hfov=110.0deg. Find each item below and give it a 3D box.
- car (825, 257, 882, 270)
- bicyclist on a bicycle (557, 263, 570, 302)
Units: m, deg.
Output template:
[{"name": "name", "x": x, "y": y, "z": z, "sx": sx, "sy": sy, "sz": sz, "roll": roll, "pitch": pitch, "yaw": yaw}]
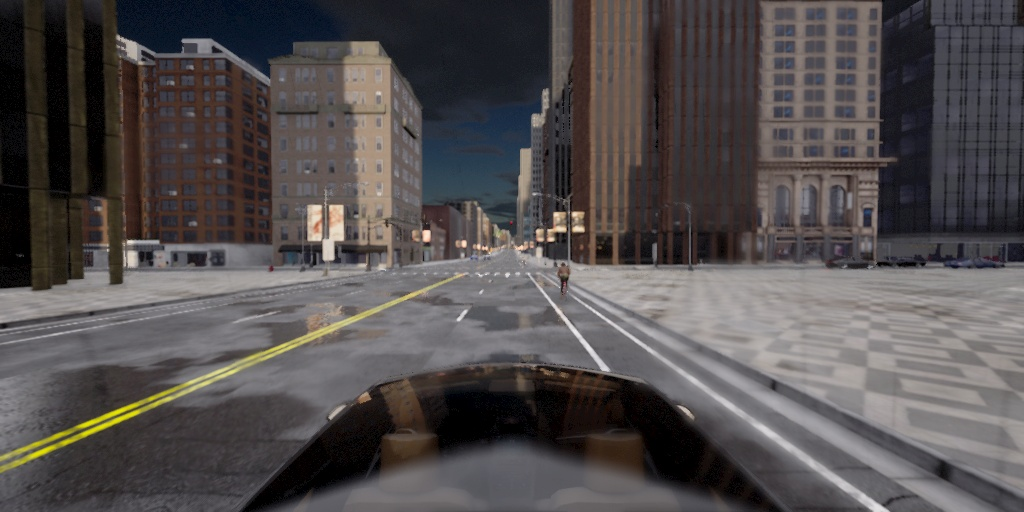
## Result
[{"name": "car", "x": 39.507, "y": 0.887, "z": 41.899, "sx": 4.892, "sy": 1.490, "sz": 1.837, "roll": -1, "pitch": 1, "yaw": 0}, {"name": "bicyclist on a bicycle", "x": 2.256, "y": 1.119, "z": 15.593, "sx": 0.582, "sy": 1.620, "sz": 1.656, "roll": 0, "pitch": 0, "yaw": 0}]
